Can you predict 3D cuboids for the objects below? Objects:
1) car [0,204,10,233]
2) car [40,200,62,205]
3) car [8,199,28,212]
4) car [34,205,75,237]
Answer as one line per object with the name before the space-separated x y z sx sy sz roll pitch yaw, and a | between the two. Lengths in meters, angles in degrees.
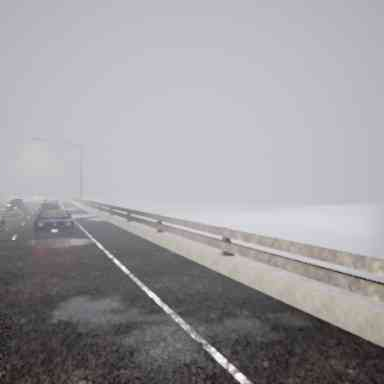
car | -10.893 1.535 17.196 1.994 1.385 4.181 1 0 -24
car | -14.261 1.510 33.658 2.128 1.511 4.902 1 0 -23
car | -19.794 1.518 37.757 1.812 1.442 4.674 1 0 -23
car | -7.579 1.605 18.283 1.895 1.301 4.718 1 0 -24
